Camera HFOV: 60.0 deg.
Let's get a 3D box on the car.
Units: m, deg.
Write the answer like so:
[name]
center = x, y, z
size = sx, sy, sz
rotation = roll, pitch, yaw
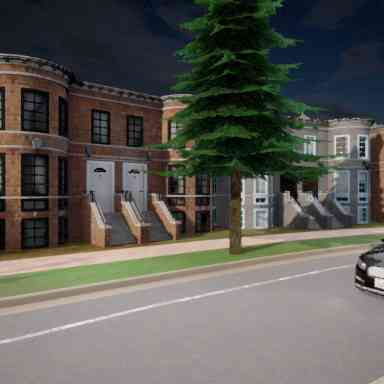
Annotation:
[car]
center = 5.751, 1.491, 7.568
size = 4.902, 1.511, 2.128
rotation = 0, 0, -31
